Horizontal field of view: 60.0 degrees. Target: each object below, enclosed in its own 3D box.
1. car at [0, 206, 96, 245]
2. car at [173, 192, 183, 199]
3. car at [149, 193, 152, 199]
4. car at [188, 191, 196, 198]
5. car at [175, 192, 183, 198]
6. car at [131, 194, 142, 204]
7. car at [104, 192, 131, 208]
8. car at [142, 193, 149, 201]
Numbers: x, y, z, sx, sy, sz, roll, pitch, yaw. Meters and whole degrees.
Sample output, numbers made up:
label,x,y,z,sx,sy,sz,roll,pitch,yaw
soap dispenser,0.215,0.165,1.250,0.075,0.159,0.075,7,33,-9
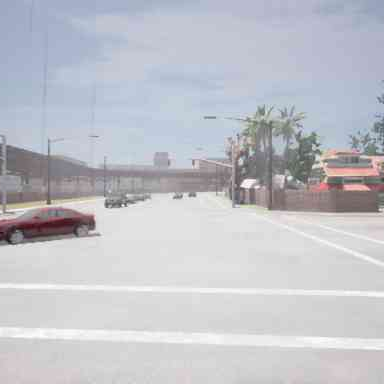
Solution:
label,x,y,z,sx,sy,sz,roll,pitch,yaw
car,-7.053,1.476,15.890,1.882,1.535,5.008,-1,-1,43
car,-3.425,0.963,76.883,1.895,1.301,4.718,0,1,0
car,-10.426,0.897,76.577,1.812,1.442,4.674,0,1,0
car,0.084,0.519,86.839,2.097,1.767,4.553,0,1,0
car,-3.416,0.709,87.201,1.994,1.385,4.181,0,1,0
car,-10.445,1.286,56.527,2.033,1.411,5.357,0,1,0
car,-10.509,1.082,46.405,2.150,2.045,5.566,0,1,1
car,-10.436,1.142,66.245,1.994,1.385,4.181,0,1,0
